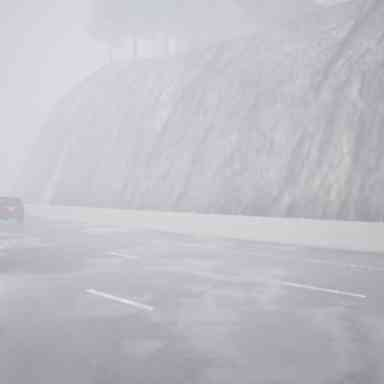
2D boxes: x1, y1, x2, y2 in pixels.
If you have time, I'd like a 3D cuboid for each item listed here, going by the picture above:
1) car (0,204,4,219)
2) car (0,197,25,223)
[{"bbox_3d":[-13.197,1.595,19.549,4.902,1.511,2.128,0,-1,43],"label":"car"},{"bbox_3d":[-14.981,1.377,26.035,2.150,2.045,5.566,1,0,-45],"label":"car"}]
